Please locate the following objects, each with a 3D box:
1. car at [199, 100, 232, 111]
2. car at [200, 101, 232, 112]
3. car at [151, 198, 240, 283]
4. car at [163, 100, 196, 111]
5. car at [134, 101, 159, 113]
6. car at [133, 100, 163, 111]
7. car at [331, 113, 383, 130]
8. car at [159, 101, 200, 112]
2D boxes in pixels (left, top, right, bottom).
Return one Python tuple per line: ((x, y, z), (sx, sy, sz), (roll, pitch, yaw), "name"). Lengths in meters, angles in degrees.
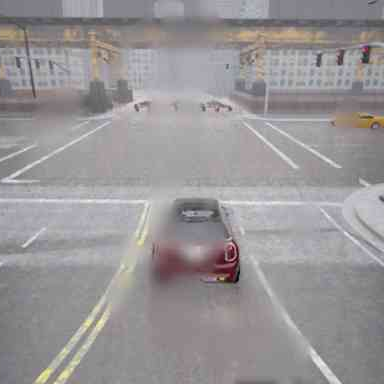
((3.506, -12.913, 49.481), (4.536, 1.218, 1.853), (11, 22, 28), "car")
((3.551, -12.756, 49.508), (4.974, 1.542, 2.038), (11, 22, 28), "car")
((0.119, 0.952, 9.495), (2.097, 1.767, 4.553), (0, 13, 1), "car")
((-1.790, -12.695, 48.853), (4.536, 1.218, 1.853), (-13, 23, -33), "car")
((-6.439, -12.567, 48.963), (4.974, 1.542, 2.038), (18, 26, 42), "car")
((-6.476, -12.728, 48.945), (4.536, 1.218, 1.853), (18, 26, 42), "car")
((16.671, -7.179, 33.522), (5.008, 1.535, 1.882), (0, 19, 1), "car")
((-1.832, -12.537, 48.876), (4.974, 1.542, 2.038), (-13, 23, -33), "car")
